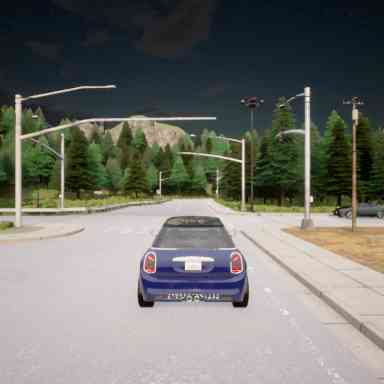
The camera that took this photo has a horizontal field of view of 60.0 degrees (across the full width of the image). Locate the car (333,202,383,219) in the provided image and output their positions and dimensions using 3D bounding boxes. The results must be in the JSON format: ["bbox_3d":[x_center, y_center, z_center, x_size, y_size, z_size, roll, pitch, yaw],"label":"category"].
[{"bbox_3d":[14.503,1.591,28.738,4.181,1.385,1.994,0,0,1],"label":"car"}]

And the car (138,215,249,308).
[{"bbox_3d":[0.038,1.348,8.112,2.097,1.767,4.553,0,0,0],"label":"car"}]
